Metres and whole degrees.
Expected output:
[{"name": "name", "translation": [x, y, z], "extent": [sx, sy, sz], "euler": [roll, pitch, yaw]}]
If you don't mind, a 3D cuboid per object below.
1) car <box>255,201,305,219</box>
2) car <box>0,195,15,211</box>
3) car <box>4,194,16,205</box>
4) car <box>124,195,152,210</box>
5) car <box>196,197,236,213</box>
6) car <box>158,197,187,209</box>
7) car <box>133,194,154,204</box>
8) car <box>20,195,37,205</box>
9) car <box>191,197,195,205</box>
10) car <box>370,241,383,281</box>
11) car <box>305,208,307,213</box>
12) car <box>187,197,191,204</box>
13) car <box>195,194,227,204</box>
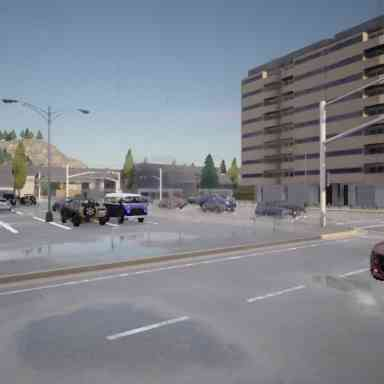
[{"name": "car", "translation": [7.678, 1.619, 30.212], "extent": [1.994, 1.385, 4.181], "euler": [0, 0, -35]}, {"name": "car", "translation": [-21.826, 1.451, 37.877], "extent": [1.970, 1.475, 3.806], "euler": [0, 0, -35]}, {"name": "car", "translation": [-29.684, 1.212, 53.710], "extent": [1.905, 1.878, 3.866], "euler": [0, 0, -35]}, {"name": "car", "translation": [-8.723, 1.656, 53.367], "extent": [1.895, 1.301, 4.718], "euler": [0, 0, -35]}, {"name": "car", "translation": [2.813, 1.619, 37.066], "extent": [1.994, 1.385, 4.181], "euler": [0, 0, -35]}, {"name": "car", "translation": [-2.954, 1.619, 45.184], "extent": [1.994, 1.385, 4.181], "euler": [0, 0, -35]}, {"name": "car", "translation": [-9.306, 1.547, 66.540], "extent": [2.128, 1.511, 4.902], "euler": [0, 0, -35]}, {"name": "car", "translation": [-27.288, 1.209, 55.334], "extent": [1.932, 1.855, 4.605], "euler": [0, 0, -35]}, {"name": "car", "translation": [0.080, 1.547, 59.375], "extent": [2.128, 1.511, 4.902], "euler": [0, 0, -35]}, {"name": "car", "translation": [6.610, 1.477, 8.735], "extent": [5.008, 1.535, 1.882], "euler": [0, 0, -36]}, {"name": "car", "translation": [9.072, 1.603, 34.292], "extent": [2.033, 1.411, 5.357], "euler": [0, 0, -35]}, {"name": "car", "translation": [-2.649, 1.560, 50.815], "extent": [1.837, 1.490, 4.892], "euler": [0, 0, -35]}, {"name": "car", "translation": [3.184, 1.277, 42.581], "extent": [2.150, 2.045, 5.566], "euler": [0, 0, -35]}]
